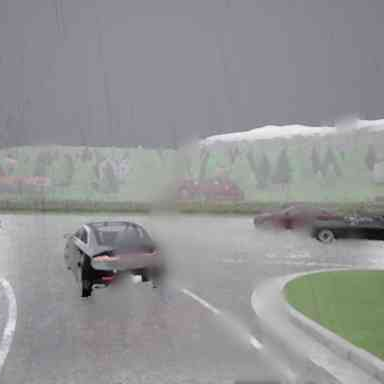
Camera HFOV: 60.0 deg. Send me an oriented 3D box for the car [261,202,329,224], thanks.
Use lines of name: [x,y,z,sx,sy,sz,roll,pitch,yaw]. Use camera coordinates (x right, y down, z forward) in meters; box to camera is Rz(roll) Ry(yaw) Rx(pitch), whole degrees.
car: [7.899,1.577,25.847,4.892,1.490,1.837,0,0,12]

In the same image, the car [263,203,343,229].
car: [7.303,1.554,22.395,4.902,1.511,2.128,0,0,12]

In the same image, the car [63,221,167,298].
car: [-2.202,1.521,8.784,2.128,1.511,4.902,0,0,-26]

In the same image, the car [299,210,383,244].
car: [7.574,1.641,15.173,4.718,1.301,1.895,0,0,12]

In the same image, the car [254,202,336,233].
car: [6.105,1.531,19.075,5.008,1.535,1.882,0,0,12]
